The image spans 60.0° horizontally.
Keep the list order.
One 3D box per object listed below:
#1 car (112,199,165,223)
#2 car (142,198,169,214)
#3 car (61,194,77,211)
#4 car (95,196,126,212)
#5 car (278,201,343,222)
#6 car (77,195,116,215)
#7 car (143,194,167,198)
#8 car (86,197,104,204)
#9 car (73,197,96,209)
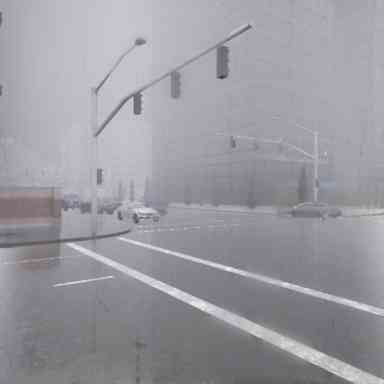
[{"bbox_3d":[-4.292,1.526,25.899,1.812,1.442,4.674,0,0,-36],"label":"car"},{"bbox_3d":[-4.404,1.547,32.061,2.033,1.411,5.357,0,0,-36],"label":"car"},{"bbox_3d":[-15.121,1.221,41.007,2.150,2.045,5.566,0,0,-36],"label":"car"},{"bbox_3d":[-9.786,1.352,39.571,2.097,1.767,4.553,0,0,-36],"label":"car"},{"bbox_3d":[9.315,1.492,26.380,4.902,1.511,2.128,0,1,28],"label":"car"},{"bbox_3d":[-9.521,1.352,33.195,2.097,1.767,4.553,0,0,-36],"label":"car"},{"bbox_3d":[-5.307,1.221,45.668,2.150,2.045,5.566,0,0,-36],"label":"car"},{"bbox_3d":[-18.878,1.601,64.602,1.895,1.301,4.718,0,0,-36],"label":"car"},{"bbox_3d":[-15.419,1.526,47.450,1.812,1.442,4.674,0,0,-35],"label":"car"}]
